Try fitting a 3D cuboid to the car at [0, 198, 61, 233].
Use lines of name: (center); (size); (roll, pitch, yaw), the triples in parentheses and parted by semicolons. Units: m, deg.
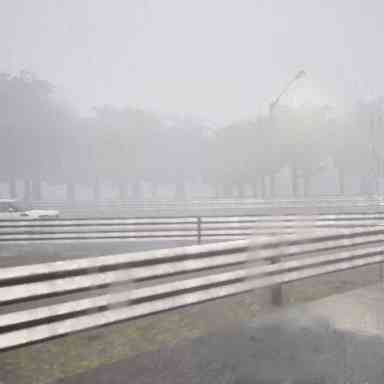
car: (-9.842, 1.358, 17.572); (5.566, 2.045, 2.150); (-1, 1, -4)
